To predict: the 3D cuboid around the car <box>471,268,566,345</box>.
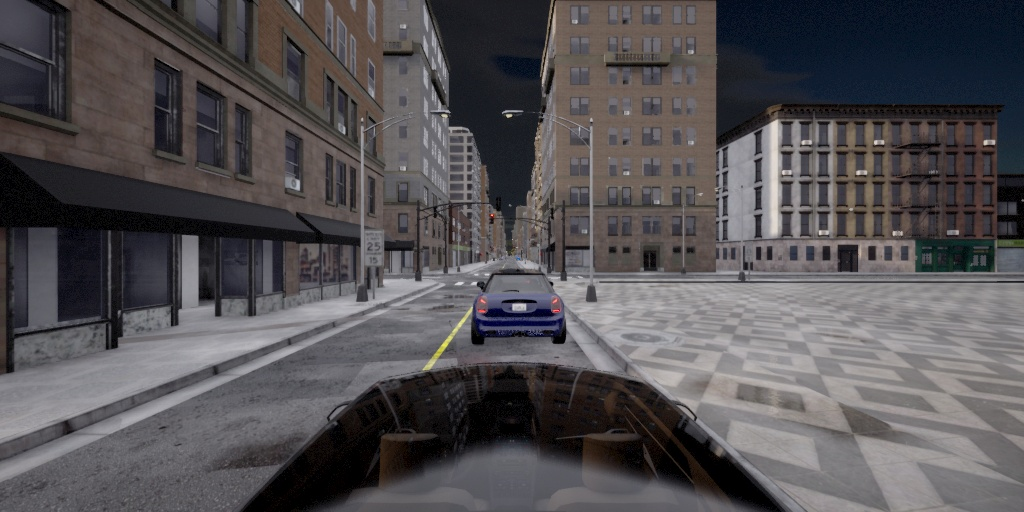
[{"bbox_3d":[0.100,1.101,9.706,2.097,1.767,4.553,0,0,-1],"label":"car"}]
